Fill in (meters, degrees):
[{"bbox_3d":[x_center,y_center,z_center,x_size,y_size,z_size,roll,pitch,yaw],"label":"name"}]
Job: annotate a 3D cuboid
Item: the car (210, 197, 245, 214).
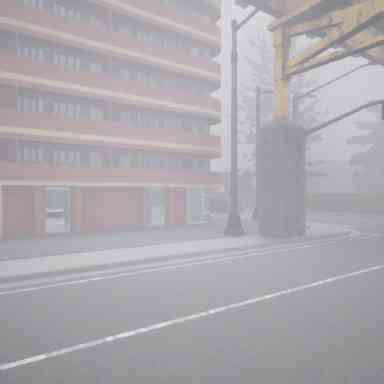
[{"bbox_3d":[3.427,1.352,34.865,2.097,1.767,4.553,0,0,-35],"label":"car"}]
